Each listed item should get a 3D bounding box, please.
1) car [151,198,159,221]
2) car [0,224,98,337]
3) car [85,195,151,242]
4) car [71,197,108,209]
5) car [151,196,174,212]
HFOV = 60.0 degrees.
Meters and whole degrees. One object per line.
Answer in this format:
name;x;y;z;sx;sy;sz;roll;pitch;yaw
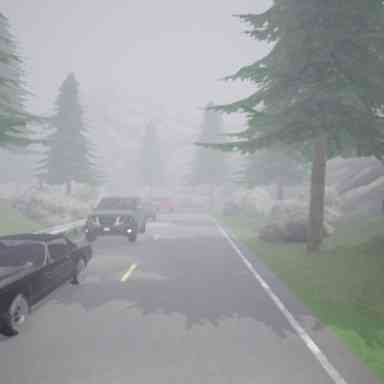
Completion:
car;-3.888;1.477;27.106;1.837;1.490;4.892;0;0;-8
car;-3.600;1.594;6.768;1.895;1.301;4.718;0;0;0
car;-3.595;1.204;16.676;2.150;2.045;5.566;0;0;-1
car;-13.705;1.476;44.510;4.674;1.442;1.812;0;0;19
car;-3.934;1.313;37.439;2.097;1.767;4.553;0;0;-35
